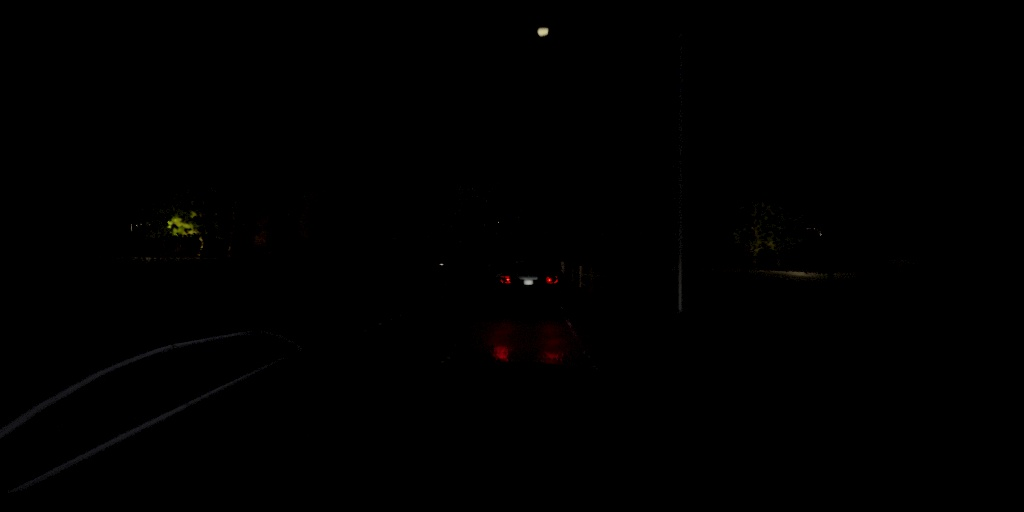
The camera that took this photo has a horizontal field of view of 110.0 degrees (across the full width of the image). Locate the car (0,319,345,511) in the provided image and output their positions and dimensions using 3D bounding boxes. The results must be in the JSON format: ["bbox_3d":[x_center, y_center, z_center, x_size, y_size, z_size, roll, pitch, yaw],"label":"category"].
[{"bbox_3d":[-2.759,1.235,1.983,2.128,1.511,4.902,0,0,1],"label":"car"}]

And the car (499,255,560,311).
[{"bbox_3d":[0.780,0.965,14.563,2.150,2.045,5.566,0,0,5],"label":"car"}]
